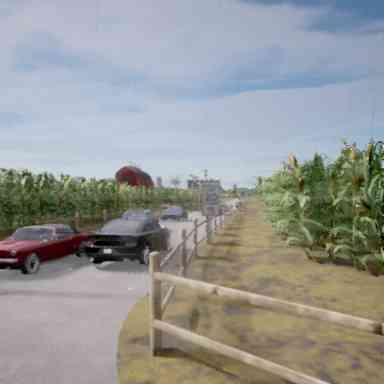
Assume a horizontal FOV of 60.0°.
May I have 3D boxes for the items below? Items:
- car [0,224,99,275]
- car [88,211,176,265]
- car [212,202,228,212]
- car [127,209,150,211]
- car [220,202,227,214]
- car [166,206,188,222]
[{"bbox_3d":[-5.298,1.837,11.528,1.895,1.301,4.718,-1,-1,11],"label":"car"},{"bbox_3d":[-2.182,1.693,12.611,1.882,1.535,5.008,-1,-1,9],"label":"car"},{"bbox_3d":[4.565,2.367,53.084,2.128,1.511,4.902,-1,-1,9],"label":"car"},{"bbox_3d":[-3.580,1.888,21.546,2.128,1.511,4.902,-1,-1,9],"label":"car"},{"bbox_3d":[2.996,2.262,43.351,2.033,1.411,5.357,-1,-1,10],"label":"car"},{"bbox_3d":[-1.629,2.132,33.216,2.033,1.411,5.357,-1,-1,10],"label":"car"}]
